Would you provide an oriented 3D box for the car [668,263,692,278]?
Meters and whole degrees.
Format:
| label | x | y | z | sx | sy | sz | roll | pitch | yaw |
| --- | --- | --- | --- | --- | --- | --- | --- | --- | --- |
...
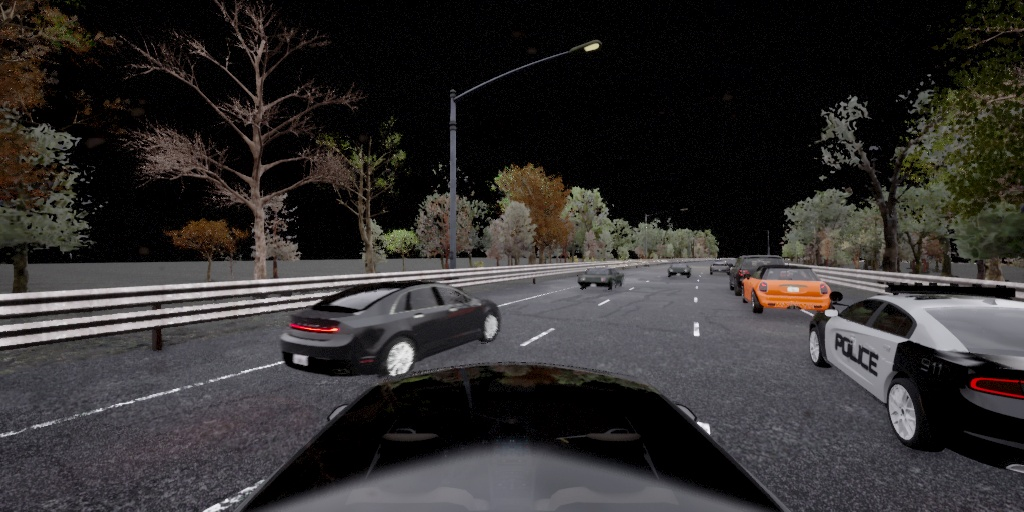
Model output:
| label | x | y | z | sx | sy | sz | roll | pitch | yaw |
| --- | --- | --- | --- | --- | --- | --- | --- | --- | --- |
| car | 16.266 | 1.364 | 34.622 | 1.895 | 1.301 | 4.718 | 0 | 0 | 29 |

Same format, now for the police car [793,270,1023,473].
| label | x | y | z | sx | sy | sz | roll | pitch | yaw |
| --- | --- | --- | --- | --- | --- | --- | --- | --- | --- |
| police car | 5.644 | 1.175 | 4.758 | 1.930 | 1.638 | 5.238 | 0 | 0 | 26 |

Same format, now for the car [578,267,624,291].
| label | x | y | z | sx | sy | sz | roll | pitch | yaw |
| --- | --- | --- | --- | --- | --- | --- | --- | --- | --- |
| car | 5.633 | 1.354 | 22.190 | 1.895 | 1.301 | 4.718 | 0 | 0 | 28 |

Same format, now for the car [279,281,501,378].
| label | x | y | z | sx | sy | sz | roll | pitch | yaw |
| --- | --- | --- | --- | --- | --- | --- | --- | --- | --- |
| car | -1.949 | 1.253 | 7.297 | 1.837 | 1.490 | 4.892 | 0 | 0 | 26 |

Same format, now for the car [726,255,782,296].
| label | x | y | z | sx | sy | sz | roll | pitch | yaw |
| --- | --- | --- | --- | --- | --- | --- | --- | --- | --- |
| car | 12.789 | 0.978 | 18.759 | 2.150 | 2.045 | 5.566 | 0 | 0 | 28 |

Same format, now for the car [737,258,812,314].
| label | x | y | z | sx | sy | sz | roll | pitch | yaw |
| --- | --- | --- | --- | --- | --- | --- | --- | --- | --- |
| car | 10.035 | 1.102 | 13.446 | 2.097 | 1.767 | 4.553 | 0 | 0 | 27 |

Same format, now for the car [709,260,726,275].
| label | x | y | z | sx | sy | sz | roll | pitch | yaw |
| --- | --- | --- | --- | --- | --- | --- | --- | --- | --- |
| car | 22.563 | 1.261 | 38.920 | 2.128 | 1.511 | 4.902 | 0 | 0 | 30 |
